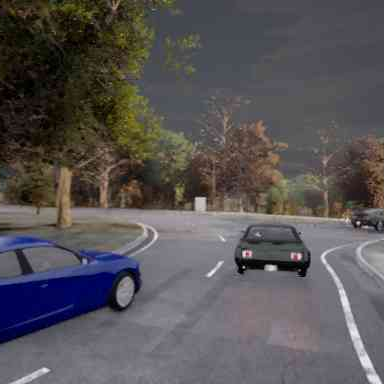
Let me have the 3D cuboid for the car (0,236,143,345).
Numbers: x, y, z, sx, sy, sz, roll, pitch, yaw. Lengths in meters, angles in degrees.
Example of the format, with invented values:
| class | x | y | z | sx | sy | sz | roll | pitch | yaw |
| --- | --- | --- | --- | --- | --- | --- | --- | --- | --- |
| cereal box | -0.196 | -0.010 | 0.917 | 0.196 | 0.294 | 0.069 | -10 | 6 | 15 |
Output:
| class | x | y | z | sx | sy | sz | roll | pitch | yaw |
| --- | --- | --- | --- | --- | --- | --- | --- | --- | --- |
| car | -2.905 | 1.460 | 5.449 | 1.882 | 1.535 | 5.008 | 0 | 0 | 33 |

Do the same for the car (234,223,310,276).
| class | x | y | z | sx | sy | sz | roll | pitch | yaw |
| --- | --- | --- | --- | --- | --- | --- | --- | --- | --- |
| car | 2.471 | 1.621 | 10.508 | 1.895 | 1.301 | 4.718 | 0 | 0 | 13 |

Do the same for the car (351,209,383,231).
| class | x | y | z | sx | sy | sz | roll | pitch | yaw |
| --- | --- | --- | --- | --- | --- | --- | --- | --- | --- |
| car | 13.616 | 2.018 | 24.004 | 4.892 | 1.490 | 1.837 | 4 | -2 | -27 |
